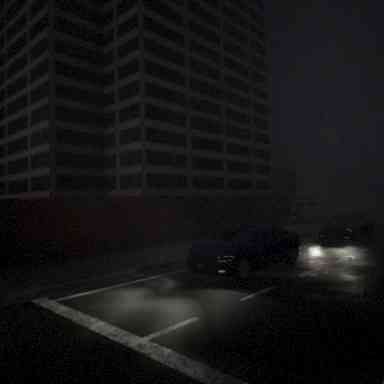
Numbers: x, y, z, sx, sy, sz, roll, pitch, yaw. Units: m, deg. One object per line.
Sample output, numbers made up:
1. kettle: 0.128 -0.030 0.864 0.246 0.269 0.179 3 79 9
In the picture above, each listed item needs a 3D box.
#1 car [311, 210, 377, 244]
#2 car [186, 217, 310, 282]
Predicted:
1. car: 8.812 1.899 18.679 1.882 1.535 5.008 -3 -2 43
2. car: 1.912 1.827 11.260 1.882 1.535 5.008 -3 -3 43
